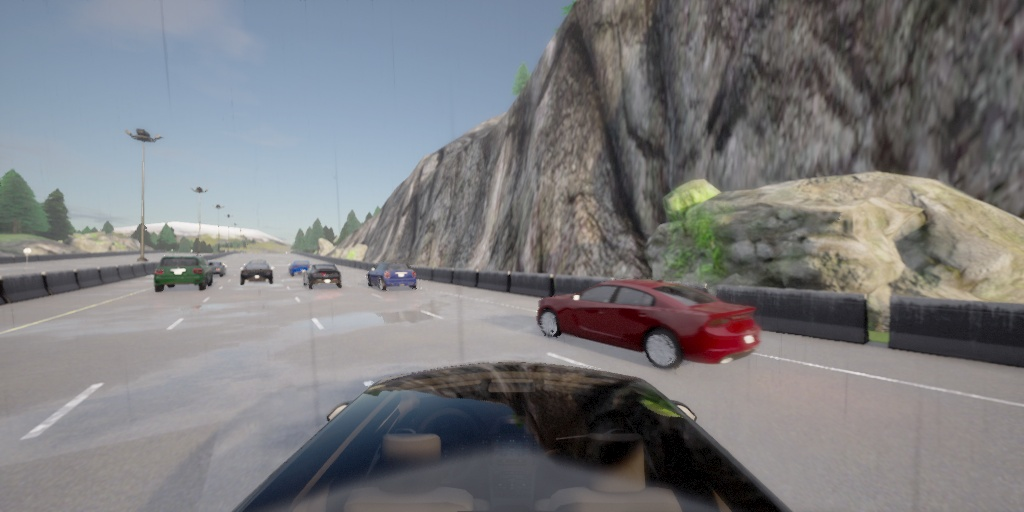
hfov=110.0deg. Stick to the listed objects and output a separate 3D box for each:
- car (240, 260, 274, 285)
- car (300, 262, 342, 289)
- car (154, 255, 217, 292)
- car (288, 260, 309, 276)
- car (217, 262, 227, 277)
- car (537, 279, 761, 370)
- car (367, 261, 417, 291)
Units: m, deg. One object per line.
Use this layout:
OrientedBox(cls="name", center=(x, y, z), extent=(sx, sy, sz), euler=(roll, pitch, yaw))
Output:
OrientedBox(cls="car", center=(-18.723, 1.234, 26.377), extent=(1.882, 1.535, 5.008), euler=(0, 0, -35))
OrientedBox(cls="car", center=(-12.519, 1.292, 23.602), extent=(1.837, 1.490, 4.892), euler=(0, -1, -35))
OrientedBox(cls="car", center=(-19.792, 0.983, 21.796), extent=(2.150, 2.045, 5.566), euler=(0, 0, -35))
OrientedBox(cls="car", center=(-21.305, 1.177, 36.192), extent=(1.882, 1.535, 5.008), euler=(0, 0, -35))
OrientedBox(cls="car", center=(-27.825, 1.214, 33.302), extent=(2.033, 1.411, 5.357), euler=(0, 0, -35))
OrientedBox(cls="car", center=(2.587, 1.263, 8.074), extent=(1.882, 1.535, 5.008), euler=(0, 0, -35))
OrientedBox(cls="car", center=(-7.744, 1.162, 22.877), extent=(2.097, 1.767, 4.553), euler=(0, 0, -35))
